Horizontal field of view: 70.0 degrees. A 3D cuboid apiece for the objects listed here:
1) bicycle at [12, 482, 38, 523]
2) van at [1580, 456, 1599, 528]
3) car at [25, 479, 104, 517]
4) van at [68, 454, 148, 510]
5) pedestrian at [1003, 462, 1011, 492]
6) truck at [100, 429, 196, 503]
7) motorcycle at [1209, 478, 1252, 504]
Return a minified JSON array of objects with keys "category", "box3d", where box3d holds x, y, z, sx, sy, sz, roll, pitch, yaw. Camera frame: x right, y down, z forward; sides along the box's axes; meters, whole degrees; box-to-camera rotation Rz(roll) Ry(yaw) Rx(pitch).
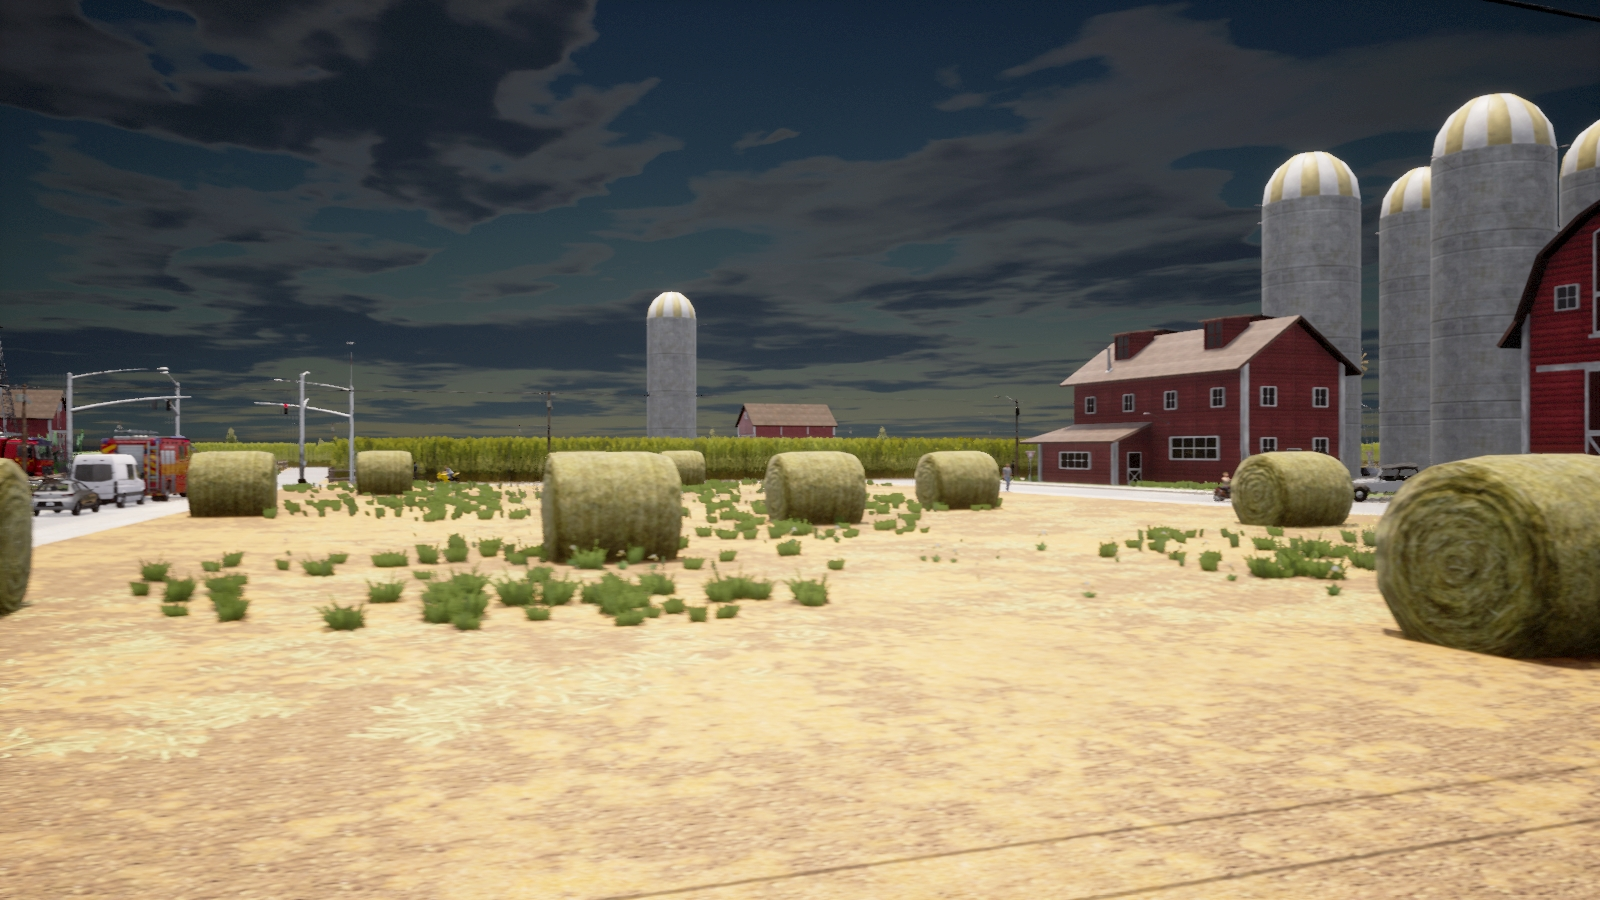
[{"category":"bicycle","box3d":[-30.051,2.019,44.325,0.329,1.471,1.835,0,0,-17]},{"category":"van","box3d":[30.496,1.515,39.360,1.988,2.561,5.915,0,0,-21]},{"category":"car","box3d":[-31.541,2.025,49.132,1.816,1.474,4.193,0,0,-17]},{"category":"van","box3d":[-33.583,1.493,55.658,1.988,2.561,5.915,0,0,-17]},{"category":"pedestrian","box3d":[12.879,1.674,71.078,0.375,1.860,0.375,0,0,-25]},{"category":"truck","box3d":[-36.065,0.849,63.563,2.891,3.827,8.468,0,0,-17]},{"category":"motorcycle","box3d":[22.557,2.134,59.894,0.764,1.307,2.356,0,0,-21]}]
